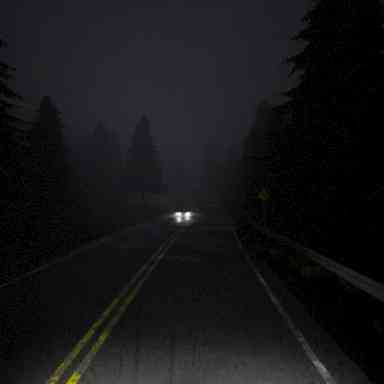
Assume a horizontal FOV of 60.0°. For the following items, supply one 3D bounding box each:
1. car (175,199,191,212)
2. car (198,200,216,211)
[{"bbox_3d":[-1.197,1.682,42.220,2.128,1.511,4.902,1,0,-5],"label":"car"},{"bbox_3d":[1.967,1.789,45.253,2.033,1.411,5.357,1,-1,-7],"label":"car"}]
